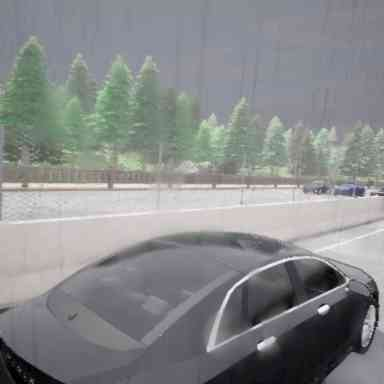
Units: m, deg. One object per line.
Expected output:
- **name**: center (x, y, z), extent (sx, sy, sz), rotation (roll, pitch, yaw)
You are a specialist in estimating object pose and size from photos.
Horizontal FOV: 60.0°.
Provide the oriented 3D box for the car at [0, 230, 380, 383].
- **car**: center (0.558, 1.220, 3.685), extent (1.837, 1.490, 4.892), rotation (8, 6, 44)
